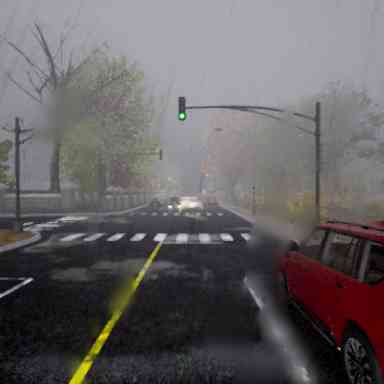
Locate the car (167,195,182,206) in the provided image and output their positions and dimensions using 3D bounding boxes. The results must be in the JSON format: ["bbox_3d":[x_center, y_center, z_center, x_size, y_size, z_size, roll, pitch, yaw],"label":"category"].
[{"bbox_3d":[-2.746,1.488,54.220,1.837,1.490,4.892,0,0,0],"label":"car"}]

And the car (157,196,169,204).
[{"bbox_3d":[-5.319,1.525,61.193,1.947,1.339,4.313,-1,0,0],"label":"car"}]

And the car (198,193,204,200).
[{"bbox_3d":[2.562,1.520,72.566,1.947,1.339,4.313,-1,0,0],"label":"car"}]

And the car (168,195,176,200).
[{"bbox_3d":[-5.317,1.499,89.636,2.008,1.369,4.403,-1,0,0],"label":"car"}]

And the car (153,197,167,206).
[{"bbox_3d":[-5.320,1.529,55.504,1.947,1.339,4.313,-1,0,0],"label":"car"}]

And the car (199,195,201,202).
[{"bbox_3d":[2.560,1.507,55.500,1.887,1.381,4.507,-1,0,0],"label":"car"}]

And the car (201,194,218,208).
[{"bbox_3d":[2.613,1.409,46.800,1.967,1.590,4.097,-1,0,0],"label":"car"}]

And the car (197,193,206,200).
[{"bbox_3d":[2.560,1.263,89.632,2.192,1.841,5.009,-1,0,0],"label":"car"}]

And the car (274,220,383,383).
[{"bbox_3d":[2.683,1.312,4.865,2.192,1.841,5.009,-1,0,0],"label":"car"}]

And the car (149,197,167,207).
[{"bbox_3d":[-5.322,1.532,49.817,1.947,1.339,4.313,-1,0,0],"label":"car"}]
